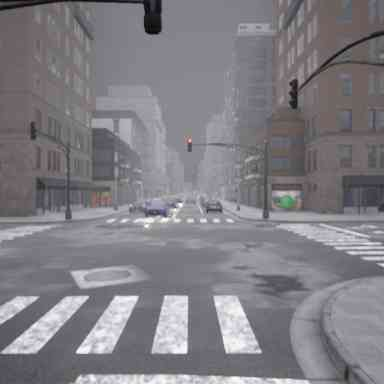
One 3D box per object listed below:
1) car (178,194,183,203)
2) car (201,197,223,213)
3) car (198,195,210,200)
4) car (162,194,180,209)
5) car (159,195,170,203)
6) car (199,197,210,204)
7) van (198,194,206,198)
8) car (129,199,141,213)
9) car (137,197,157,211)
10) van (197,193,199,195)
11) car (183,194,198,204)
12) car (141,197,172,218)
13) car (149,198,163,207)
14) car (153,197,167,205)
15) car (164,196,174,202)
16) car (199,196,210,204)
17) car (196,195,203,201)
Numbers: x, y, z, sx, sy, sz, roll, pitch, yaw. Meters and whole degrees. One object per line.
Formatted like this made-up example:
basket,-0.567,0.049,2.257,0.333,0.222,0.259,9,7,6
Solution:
car,-2.986,1.641,67.722,1.895,1.301,4.718,0,0,0
car,2.353,1.570,36.439,1.947,1.339,4.313,0,0,0
car,2.381,1.585,52.972,1.947,1.339,4.313,0,0,0
car,-3.108,1.514,46.500,1.837,1.490,4.892,0,1,0
car,-5.616,1.484,69.517,1.967,1.590,4.097,0,0,0
car,2.399,1.585,63.993,2.008,1.369,4.403,0,0,0
van,2.390,1.367,58.482,1.690,1.788,3.998,0,0,0
car,-5.671,1.445,36.453,1.967,1.590,4.097,0,0,0
car,-5.662,1.448,41.964,1.967,1.590,4.097,0,0,0
van,2.408,1.385,69.504,1.690,1.788,3.998,0,0,0
car,-0.238,1.598,64.006,1.994,1.385,4.181,0,0,0
car,-3.142,1.478,30.522,1.882,1.535,5.008,0,0,0
car,-5.644,1.601,52.985,1.802,1.307,4.206,0,0,0
car,-5.635,1.577,58.496,2.008,1.369,4.403,0,0,0
car,-5.598,1.616,80.539,2.008,1.369,4.403,0,0,0
car,2.372,1.595,47.461,1.802,1.307,4.206,0,0,0
car,2.034,1.610,90.408,1.812,1.442,4.674,0,0,0
